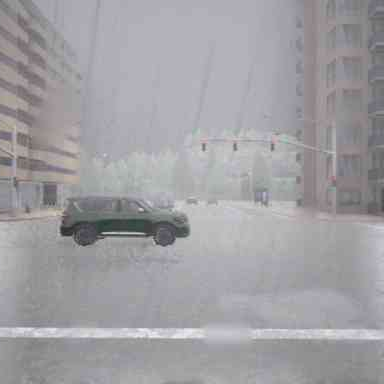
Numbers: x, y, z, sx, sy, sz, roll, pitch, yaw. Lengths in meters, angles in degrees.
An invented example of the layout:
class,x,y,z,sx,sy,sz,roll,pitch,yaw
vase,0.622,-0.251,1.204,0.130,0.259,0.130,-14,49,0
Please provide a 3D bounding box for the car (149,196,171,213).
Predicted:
class,x,y,z,sx,sy,sz,roll,pitch,yaw
car,-3.614,1.350,38.279,2.097,1.767,4.553,0,0,0

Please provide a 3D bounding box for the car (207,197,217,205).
class,x,y,z,sx,sy,sz,roll,pitch,yaw
car,3.720,1.544,60.779,2.033,1.411,5.357,0,0,4

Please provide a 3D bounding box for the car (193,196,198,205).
class,x,y,z,sx,sy,sz,roll,pitch,yaw
car,-0.024,1.523,60.009,1.812,1.442,4.674,0,0,0

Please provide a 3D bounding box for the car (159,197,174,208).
class,x,y,z,sx,sy,sz,roll,pitch,yaw
car,-3.606,1.502,48.061,1.837,1.490,4.892,0,0,0

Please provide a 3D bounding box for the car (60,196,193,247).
class,x,y,z,sx,sy,sz,roll,pitch,yaw
car,-2.886,1.221,14.656,5.566,2.045,2.150,0,0,1
